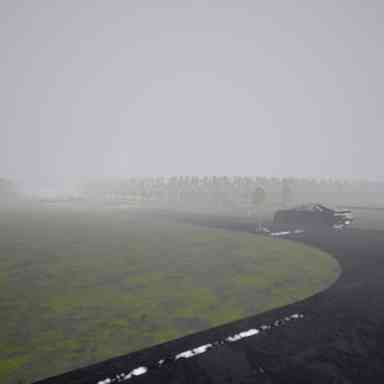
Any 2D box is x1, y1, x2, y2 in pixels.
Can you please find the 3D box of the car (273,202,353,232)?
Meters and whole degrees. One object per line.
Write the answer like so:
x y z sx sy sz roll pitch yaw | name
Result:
6.900 1.361 19.515 2.128 1.511 4.902 0 1 -31 | car

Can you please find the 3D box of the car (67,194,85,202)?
-20.873 1.092 59.666 1.895 1.301 4.718 0 1 -36 | car
